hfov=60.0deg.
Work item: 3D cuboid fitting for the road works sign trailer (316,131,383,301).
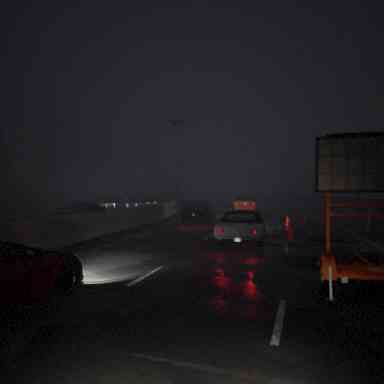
[{"bbox_3d":[4.146,0.407,7.831,2.380,3.560,2.880,0,0,15],"label":"road works sign trailer"}]

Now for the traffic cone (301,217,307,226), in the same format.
[{"bbox_3d":[6.940,1.810,20.547,0.340,0.580,0.340,0,0,15],"label":"traffic cone"}]

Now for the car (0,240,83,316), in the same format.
[{"bbox_3d":[-3.969,1.527,6.166,1.994,1.385,4.181,0,0,20],"label":"car"}]

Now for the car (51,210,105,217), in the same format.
[{"bbox_3d":[-7.232,1.345,21.248,1.882,1.535,5.008,0,0,11],"label":"car"}]

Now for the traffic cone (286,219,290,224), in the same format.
[{"bbox_3d":[4.968,1.837,16.926,0.340,0.580,0.340,0,0,15],"label":"traffic cone"}]

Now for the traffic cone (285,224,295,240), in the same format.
[{"bbox_3d":[4.465,1.850,14.990,0.340,0.580,0.340,0,0,15],"label":"traffic cone"}]

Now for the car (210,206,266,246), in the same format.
[{"bbox_3d":[2.284,1.499,14.780,1.895,1.301,4.718,0,0,14],"label":"car"}]

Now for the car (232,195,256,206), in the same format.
[{"bbox_3d":[5.076,1.129,32.909,2.097,1.767,4.553,0,1,4],"label":"car"}]

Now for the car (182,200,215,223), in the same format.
[{"bbox_3d":[0.539,1.318,23.863,1.882,1.535,5.008,0,0,10],"label":"car"}]
